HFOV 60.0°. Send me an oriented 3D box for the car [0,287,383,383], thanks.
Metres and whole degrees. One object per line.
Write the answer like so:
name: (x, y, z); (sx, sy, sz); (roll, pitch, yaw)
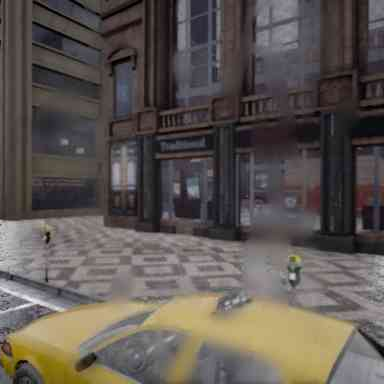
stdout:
car: (0.111, 1.516, 2.884); (4.829, 1.417, 1.752); (0, 0, 36)
